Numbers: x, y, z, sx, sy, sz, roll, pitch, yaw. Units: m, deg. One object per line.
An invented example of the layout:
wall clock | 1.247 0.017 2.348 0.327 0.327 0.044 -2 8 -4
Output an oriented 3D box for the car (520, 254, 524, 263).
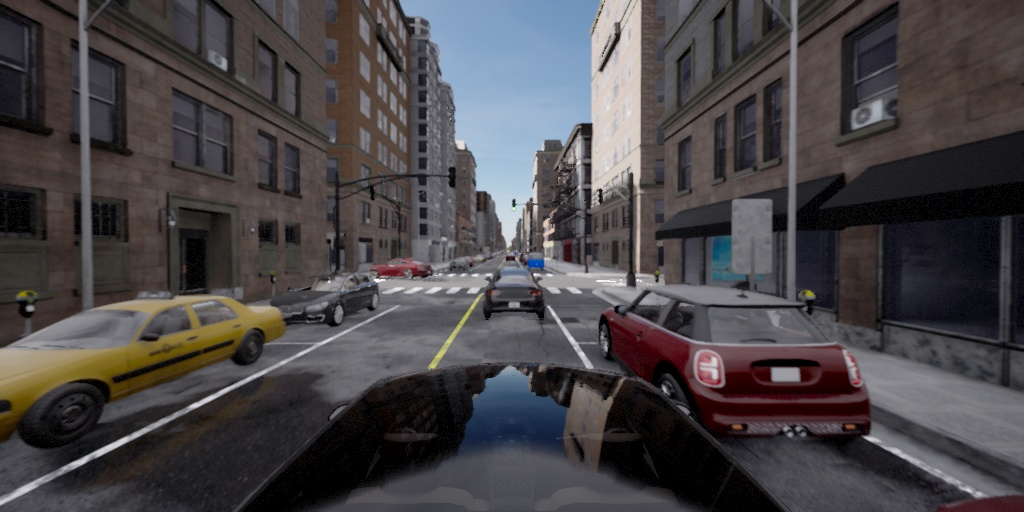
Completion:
car | 2.451 0.655 49.356 1.802 1.307 4.207 0 0 0

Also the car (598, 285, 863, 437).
car | 2.624 1.137 5.399 1.967 1.591 4.097 0 0 0

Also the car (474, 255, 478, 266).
car | -5.552 0.702 43.636 1.888 1.381 4.507 0 0 0

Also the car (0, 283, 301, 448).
car | -5.400 1.225 5.189 1.751 1.417 4.829 0 0 0

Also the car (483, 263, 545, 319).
car | 0.065 1.130 12.006 1.812 1.442 4.674 0 1 0

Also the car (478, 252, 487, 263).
car | -5.618 0.436 60.511 1.751 1.417 4.829 0 0 0

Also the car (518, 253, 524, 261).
car | 2.406 0.490 60.718 1.802 1.307 4.207 0 0 0

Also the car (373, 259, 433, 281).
car | -7.830 0.907 25.208 4.674 1.442 1.812 1 0 20

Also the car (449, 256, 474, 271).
car | -5.529 0.788 37.955 2.007 1.370 4.403 0 0 0

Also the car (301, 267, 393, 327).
car | -5.423 1.172 10.876 2.007 1.370 4.403 0 0 0

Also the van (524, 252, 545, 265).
van | 2.496 0.575 37.995 1.690 1.789 3.998 0 0 0
